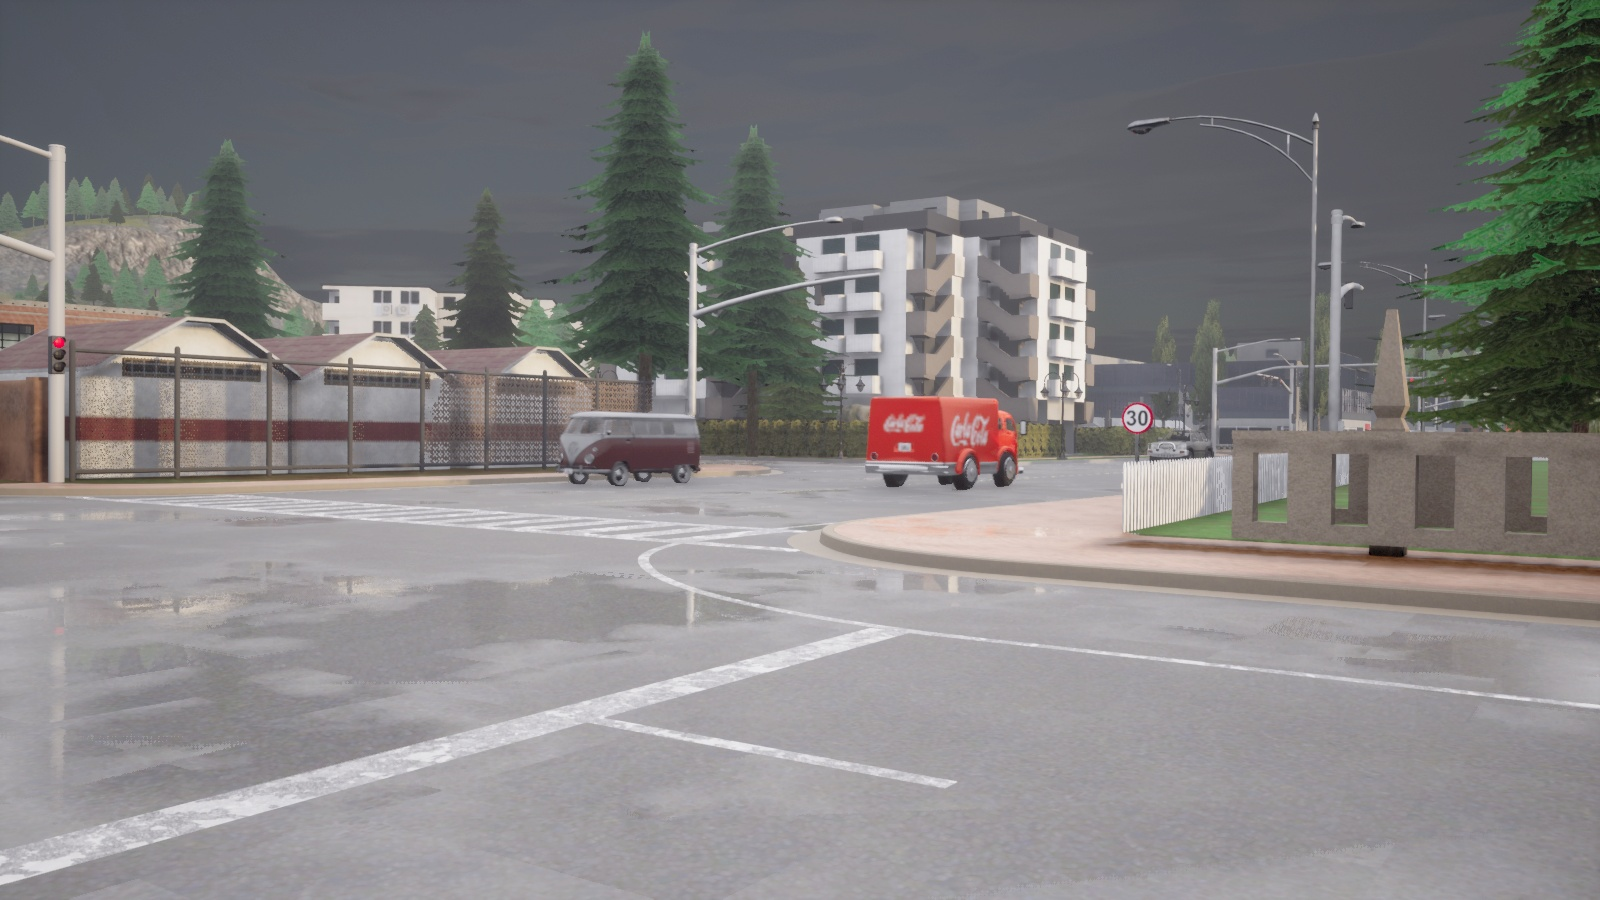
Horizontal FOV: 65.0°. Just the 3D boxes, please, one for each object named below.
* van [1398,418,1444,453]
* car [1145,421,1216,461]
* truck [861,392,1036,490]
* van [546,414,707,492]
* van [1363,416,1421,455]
[{"bbox_3d":[37.115,-0.881,75.025,1.775,1.987,4.442,0,1,35],"label":"van"},{"bbox_3d":[18.483,-0.462,60.863,1.932,1.855,4.605,0,1,35],"label":"car"},{"bbox_3d":[4.192,-0.276,34.673,2.627,2.467,5.204,0,1,35],"label":"truck"},{"bbox_3d":[-4.657,0.042,34.304,1.775,1.987,4.442,0,1,35],"label":"van"},{"bbox_3d":[32.019,-0.768,67.844,2.069,2.038,4.480,0,1,35],"label":"van"}]
